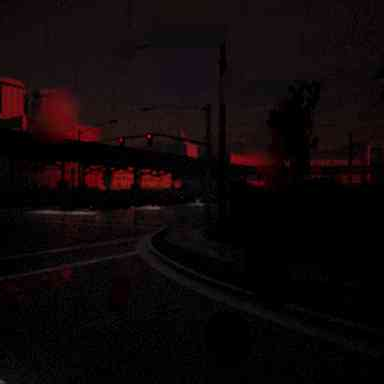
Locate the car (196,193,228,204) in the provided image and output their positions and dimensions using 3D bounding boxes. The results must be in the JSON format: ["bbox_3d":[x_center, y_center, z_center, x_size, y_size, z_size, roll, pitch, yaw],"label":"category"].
[{"bbox_3d":[3.160,0.970,50.614,1.812,1.442,4.674,0,1,37],"label":"car"}]

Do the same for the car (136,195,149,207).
[{"bbox_3d":[-6.635,1.101,43.461,2.128,1.511,4.902,0,1,37],"label":"car"}]

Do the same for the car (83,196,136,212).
[{"bbox_3d":[-8.585,1.222,35.070,1.837,1.490,4.892,0,1,37],"label":"car"}]

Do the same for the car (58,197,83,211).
[{"bbox_3d":[-12.153,1.243,36.157,1.812,1.442,4.674,0,1,37],"label":"car"}]

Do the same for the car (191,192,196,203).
[{"bbox_3d":[-1.118,0.822,50.755,2.097,1.767,4.553,0,1,37],"label":"car"}]

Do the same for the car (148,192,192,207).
[{"bbox_3d":[-2.715,1.150,42.844,2.033,1.411,5.357,0,1,37],"label":"car"}]
